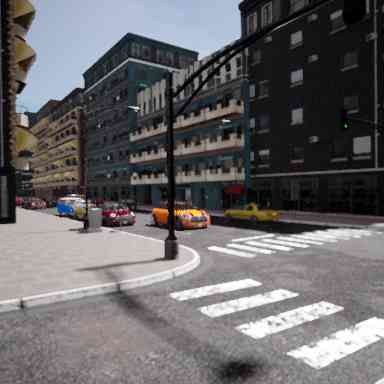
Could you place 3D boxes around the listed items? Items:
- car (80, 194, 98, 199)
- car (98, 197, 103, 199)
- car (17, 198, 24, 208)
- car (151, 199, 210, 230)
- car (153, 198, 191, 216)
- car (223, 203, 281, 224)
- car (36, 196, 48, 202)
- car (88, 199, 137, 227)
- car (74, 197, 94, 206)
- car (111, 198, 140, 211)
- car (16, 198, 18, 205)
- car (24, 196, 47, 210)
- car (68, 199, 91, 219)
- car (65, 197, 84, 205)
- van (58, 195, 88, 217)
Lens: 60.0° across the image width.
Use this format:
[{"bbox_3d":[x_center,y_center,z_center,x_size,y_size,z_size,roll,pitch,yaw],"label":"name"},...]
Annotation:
[{"bbox_3d":[-13.439,1.326,39.399,2.150,2.045,5.566,-1,1,-35],"label":"car"},{"bbox_3d":[-14.950,1.482,51.443,1.967,1.590,4.097,-1,1,-36],"label":"car"},{"bbox_3d":[-24.983,1.759,51.072,1.947,1.339,4.313,-1,1,-36],"label":"car"},{"bbox_3d":[-0.826,1.401,21.742,2.097,1.767,4.553,-1,0,-36],"label":"car"},{"bbox_3d":[-2.073,1.422,33.437,1.967,1.590,4.097,-1,1,-36],"label":"car"},{"bbox_3d":[4.268,1.479,24.573,1.752,1.417,4.829,-1,1,-36],"label":"car"},{"bbox_3d":[-37.483,1.708,82.956,1.887,1.381,4.507,-1,1,-36],"label":"car"},{"bbox_3d":[-5.670,1.542,24.062,1.967,1.590,4.097,-1,1,-36],"label":"car"},{"bbox_3d":[-18.167,1.624,55.946,1.947,1.339,4.313,-1,1,-36],"label":"car"},{"bbox_3d":[-8.510,1.562,42.441,2.008,1.369,4.403,-1,1,-36],"label":"car"},{"bbox_3d":[-31.422,1.772,60.076,1.887,1.381,4.507,-1,1,-36],"label":"car"},{"bbox_3d":[-21.766,1.617,46.570,1.967,1.590,4.097,-1,1,-36],"label":"car"},{"bbox_3d":[-8.788,1.642,28.426,1.752,1.417,4.829,-1,1,-36],"label":"car"},{"bbox_3d":[-21.387,1.625,60.448,2.008,1.369,4.403,-1,1,-36],"label":"car"},{"bbox_3d":[-12.109,1.472,33.064,1.690,1.788,3.998,-1,1,-36],"label":"van"}]
